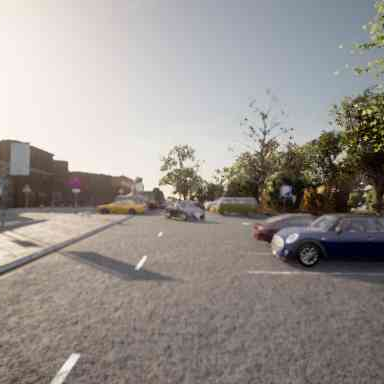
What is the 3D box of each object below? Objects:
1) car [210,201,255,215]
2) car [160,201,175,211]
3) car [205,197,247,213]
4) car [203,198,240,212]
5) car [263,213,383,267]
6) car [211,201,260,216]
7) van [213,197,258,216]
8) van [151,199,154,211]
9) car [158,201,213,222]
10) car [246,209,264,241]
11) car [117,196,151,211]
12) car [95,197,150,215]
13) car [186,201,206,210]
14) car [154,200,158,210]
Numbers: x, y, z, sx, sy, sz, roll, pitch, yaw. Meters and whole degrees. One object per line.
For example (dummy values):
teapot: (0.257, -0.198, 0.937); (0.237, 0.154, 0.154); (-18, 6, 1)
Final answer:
car: (4.927, 1.927, 40.963); (5.366, 1.575, 1.946); (1, -1, -1)
car: (-3.776, 2.154, 51.683); (1.994, 1.385, 4.181); (1, -2, 0)
car: (4.649, 1.813, 46.682); (5.566, 2.045, 2.435); (1, -2, -1)
car: (4.558, 1.978, 52.141); (5.566, 2.045, 2.435); (1, -2, -1)
car: (5.102, 1.527, 11.545); (4.553, 1.767, 2.185); (1, 0, 0)
car: (4.958, 1.872, 38.303); (5.366, 1.575, 1.946); (1, -1, -1)
van: (4.693, 1.593, 35.510); (4.442, 1.987, 1.878); (1, -1, -1)
van: (-7.418, 1.511, 41.973); (4.442, 1.987, 1.878); (1, -1, -1)
car: (-0.693, 1.634, 28.049); (2.128, 1.511, 4.902); (1, -1, -29)
car: (5.017, 1.697, 14.714); (4.674, 1.452, 2.002); (1, 0, -1)
car: (-7.468, 1.542, 38.934); (4.553, 1.767, 2.185); (1, -1, -1)
car: (-7.652, 1.608, 36.012); (5.366, 1.575, 1.946); (1, -1, -1)
car: (0.756, 2.453, 59.799); (1.837, 1.490, 4.892); (-2, -3, 22)
car: (-7.586, 1.641, 48.163); (5.566, 2.045, 2.435); (1, -2, -1)
